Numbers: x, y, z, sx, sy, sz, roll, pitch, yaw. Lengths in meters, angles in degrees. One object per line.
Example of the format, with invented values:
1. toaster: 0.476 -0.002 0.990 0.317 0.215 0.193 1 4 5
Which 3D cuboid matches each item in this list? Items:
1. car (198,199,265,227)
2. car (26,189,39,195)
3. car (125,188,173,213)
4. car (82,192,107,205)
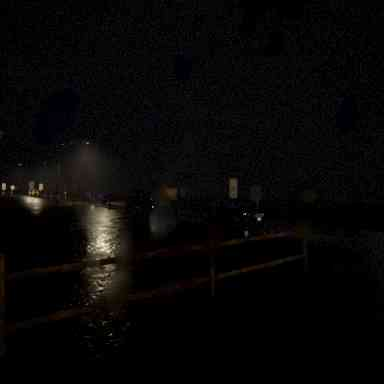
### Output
1. car: 2.328 1.188 20.374 2.128 1.511 4.902 1 1 -35
2. car: -40.004 0.076 84.088 1.882 1.535 5.008 1 0 -33
3. car: -3.864 0.702 29.070 2.150 2.045 5.566 1 1 -36
4. car: -11.869 0.759 40.256 1.812 1.442 4.674 1 0 -35
